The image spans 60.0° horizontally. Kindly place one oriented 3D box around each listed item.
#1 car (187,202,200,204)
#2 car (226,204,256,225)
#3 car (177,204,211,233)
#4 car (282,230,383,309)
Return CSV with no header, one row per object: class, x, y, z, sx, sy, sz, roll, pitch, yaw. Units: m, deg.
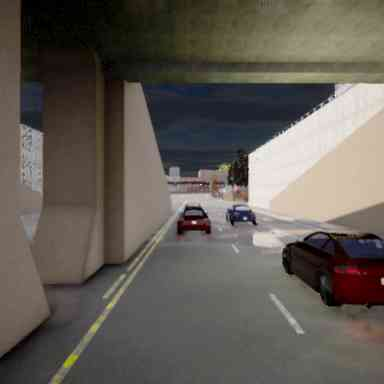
car,0.133,1.769,35.853,1.895,1.301,4.718,0,0,0
car,3.624,1.643,24.933,1.812,1.442,4.674,0,0,0
car,0.119,1.659,20.319,1.994,1.385,4.181,0,0,0
car,3.608,1.602,8.038,1.994,1.385,4.181,0,0,0
